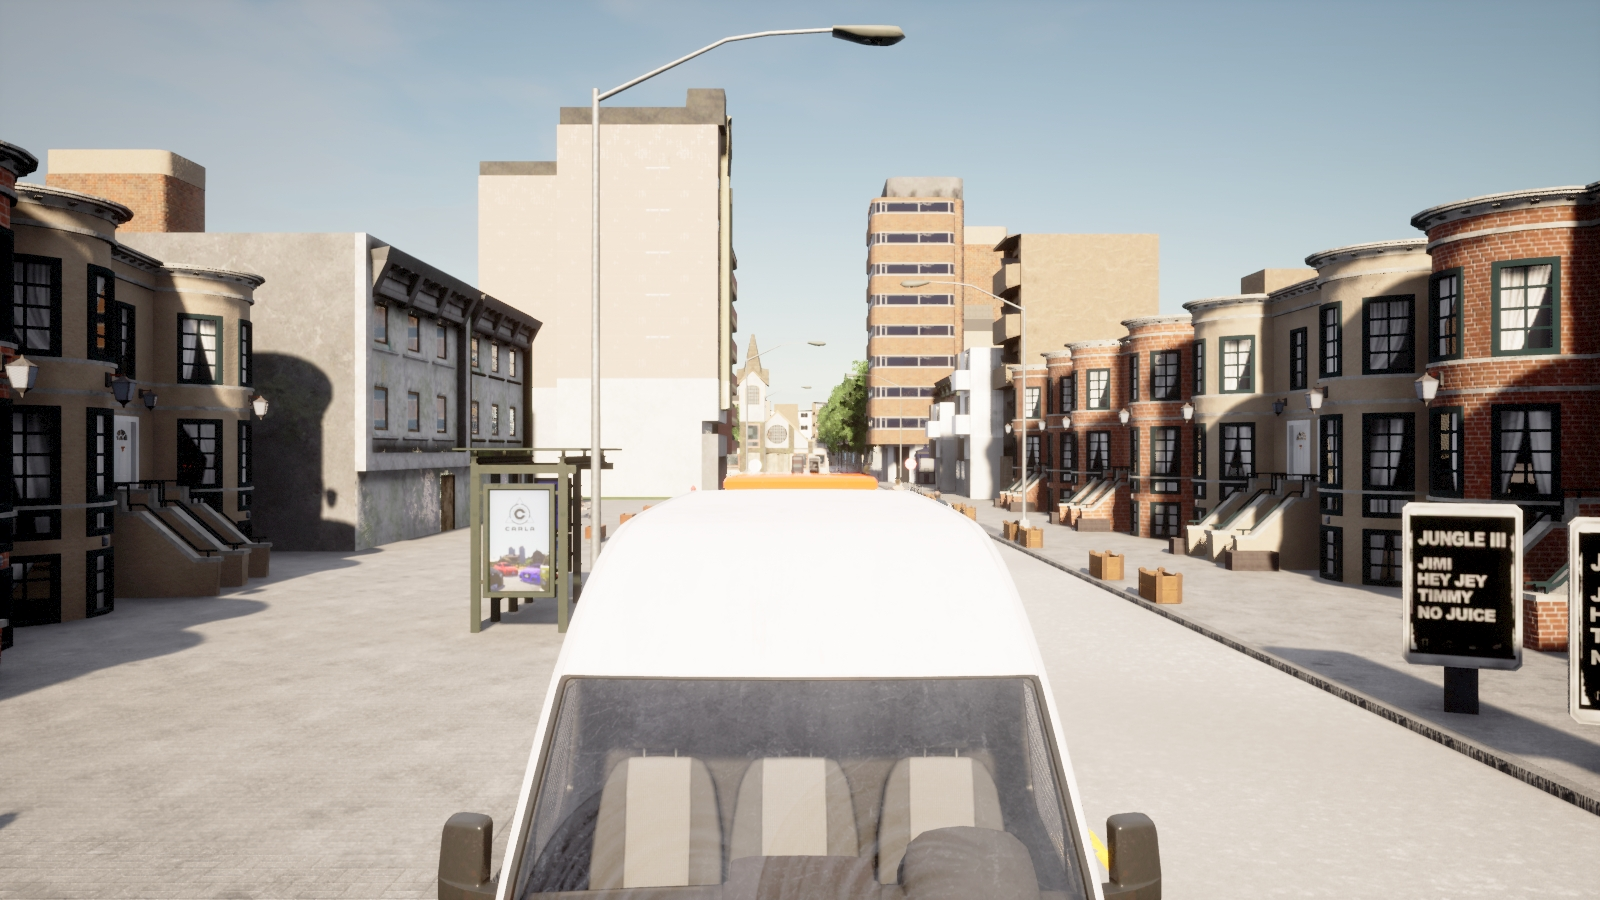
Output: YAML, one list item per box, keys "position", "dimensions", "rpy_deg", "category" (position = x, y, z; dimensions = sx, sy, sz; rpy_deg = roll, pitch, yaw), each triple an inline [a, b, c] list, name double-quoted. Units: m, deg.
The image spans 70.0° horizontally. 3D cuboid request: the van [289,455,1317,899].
- position: [0.007, 1.317, 5.167]
  dimensions: [1.988, 2.561, 5.915]
  rpy_deg: [0, 0, 0]
  category: "van"
